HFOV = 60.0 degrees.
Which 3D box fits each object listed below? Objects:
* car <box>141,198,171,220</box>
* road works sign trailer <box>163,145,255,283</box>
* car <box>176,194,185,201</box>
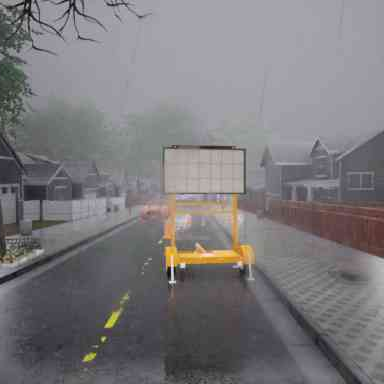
[{"bbox_3d":[-2.929,1.352,27.909,2.097,1.767,4.553,0,0,0],"label":"car"},{"bbox_3d":[0.334,0.459,9.711,2.380,3.560,2.880,0,0,-8],"label":"road works sign trailer"},{"bbox_3d":[-2.996,1.352,86.370,2.150,2.045,5.566,0,-1,0],"label":"car"}]
